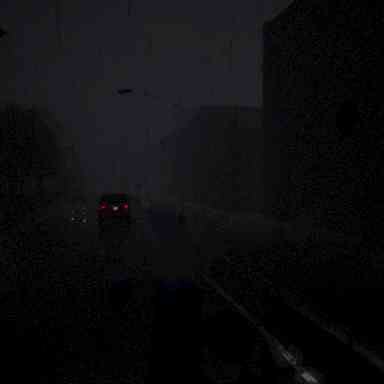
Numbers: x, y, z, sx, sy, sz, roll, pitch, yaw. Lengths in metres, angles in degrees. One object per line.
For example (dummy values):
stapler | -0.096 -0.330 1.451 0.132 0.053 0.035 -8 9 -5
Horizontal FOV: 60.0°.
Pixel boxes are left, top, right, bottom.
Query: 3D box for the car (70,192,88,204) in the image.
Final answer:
car | -15.374 0.759 45.420 1.812 1.442 4.674 -1 3 -15

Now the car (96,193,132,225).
car | -5.493 1.094 23.352 2.150 2.045 5.566 -1 1 -15

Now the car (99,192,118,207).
car | -10.618 0.875 42.011 2.128 1.511 4.902 -1 3 -15
